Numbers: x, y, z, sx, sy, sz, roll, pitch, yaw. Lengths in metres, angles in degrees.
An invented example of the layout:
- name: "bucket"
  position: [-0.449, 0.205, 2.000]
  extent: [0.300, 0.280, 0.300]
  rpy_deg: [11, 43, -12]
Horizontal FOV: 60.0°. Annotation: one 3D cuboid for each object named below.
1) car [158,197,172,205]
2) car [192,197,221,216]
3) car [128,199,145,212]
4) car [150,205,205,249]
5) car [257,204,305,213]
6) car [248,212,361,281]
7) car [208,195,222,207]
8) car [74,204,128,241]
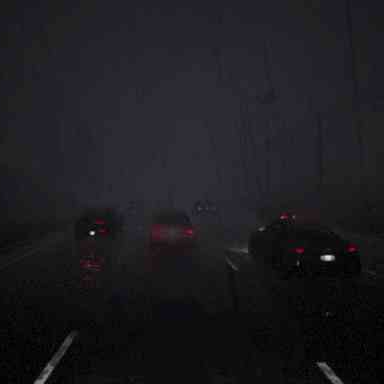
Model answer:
- name: "car"
  position: [-3.674, 1.443, 45.498]
  extent: [1.882, 1.535, 5.008]
  rpy_deg: [-1, 0, -5]
- name: "car"
  position: [1.088, 1.490, 31.845]
  extent: [2.033, 1.411, 5.357]
  rpy_deg: [-1, 0, -5]
- name: "car"
  position: [-6.582, 1.548, 38.893]
  extent: [2.033, 1.411, 5.357]
  rpy_deg: [-1, 0, -5]
- name: "car"
  position: [-0.860, 1.534, 14.425]
  extent: [2.033, 1.411, 5.357]
  rpy_deg: [-1, 0, -5]
- name: "car"
  position: [5.582, 1.466, 21.378]
  extent: [2.033, 1.411, 5.357]
  rpy_deg: [-1, 0, -6]
- name: "car"
  position: [3.040, 1.522, 9.843]
  extent: [1.994, 1.385, 4.181]
  rpy_deg: [0, 0, -5]
- name: "car"
  position: [3.027, 1.252, 49.091]
  extent: [2.097, 1.767, 4.553]
  rpy_deg: [-1, 0, -5]
- name: "car"
  position: [-4.576, 1.521, 16.927]
  extent: [1.837, 1.490, 4.892]
  rpy_deg: [0, 0, -5]
